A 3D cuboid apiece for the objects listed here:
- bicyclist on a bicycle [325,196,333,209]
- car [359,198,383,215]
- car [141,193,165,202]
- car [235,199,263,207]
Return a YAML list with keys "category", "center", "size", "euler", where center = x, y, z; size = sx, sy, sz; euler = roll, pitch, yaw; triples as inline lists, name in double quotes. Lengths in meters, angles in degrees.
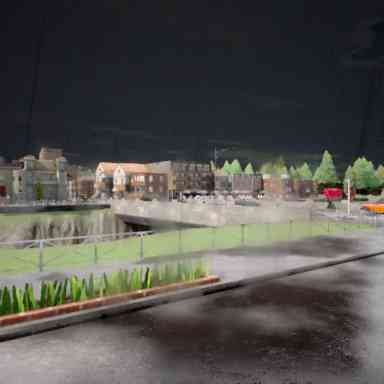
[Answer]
- category: "bicyclist on a bicycle"
  center: [16.594, 1.345, 40.362]
  size: [1.656, 1.620, 0.582]
  euler: [0, 0, -36]
- category: "car"
  center: [18.137, 1.348, 31.037]
  size: [2.097, 1.767, 4.553]
  euler: [0, 0, -35]
- category: "car"
  center: [-6.980, 1.212, 58.895]
  size: [2.150, 2.045, 5.566]
  euler: [0, 0, -36]
- category: "car"
  center: [6.522, 1.561, 39.982]
  size: [1.994, 1.385, 4.181]
  euler: [0, 0, -36]
